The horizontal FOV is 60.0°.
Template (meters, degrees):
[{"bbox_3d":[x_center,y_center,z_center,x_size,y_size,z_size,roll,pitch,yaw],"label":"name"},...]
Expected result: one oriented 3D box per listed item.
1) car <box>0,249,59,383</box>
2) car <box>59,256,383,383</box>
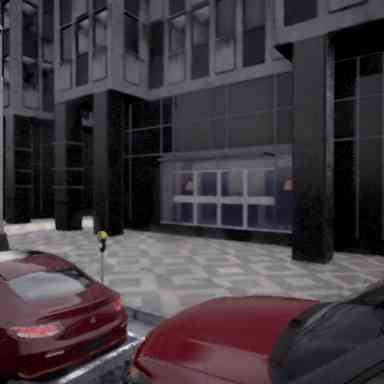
[{"bbox_3d":[-2.768,1.531,4.921,4.206,1.307,1.802,1,0,35],"label":"car"},{"bbox_3d":[1.803,1.307,1.680,5.009,1.841,2.192,1,0,35],"label":"car"}]
